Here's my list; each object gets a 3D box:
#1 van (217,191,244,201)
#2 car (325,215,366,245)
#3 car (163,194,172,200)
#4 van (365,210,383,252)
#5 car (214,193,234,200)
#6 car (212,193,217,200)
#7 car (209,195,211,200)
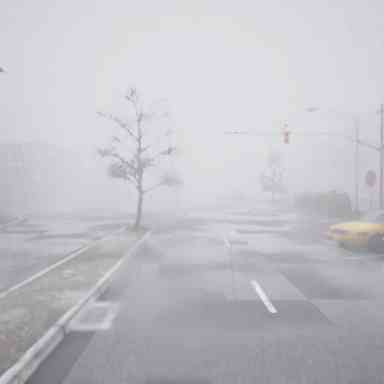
[{"bbox_3d":[7.938,0.765,65.615,4.442,1.987,1.878,1,-1,-20],"label":"van"},{"bbox_3d":[7.892,1.394,13.308,5.366,1.575,1.946,1,1,-20],"label":"car"},{"bbox_3d":[-5.909,1.283,80.680,2.128,1.511,4.902,0,-1,0],"label":"car"},{"bbox_3d":[7.959,1.191,10.348,4.442,1.987,1.878,1,1,-20],"label":"van"},{"bbox_3d":[8.069,1.169,83.532,4.553,1.767,2.185,1,-1,-20],"label":"car"},{"bbox_3d":[7.868,1.137,74.522,5.366,1.575,1.946,1,-1,-20],"label":"car"},{"bbox_3d":[8.208,1.395,89.546,5.366,1.575,1.946,1,-1,-20],"label":"car"}]
